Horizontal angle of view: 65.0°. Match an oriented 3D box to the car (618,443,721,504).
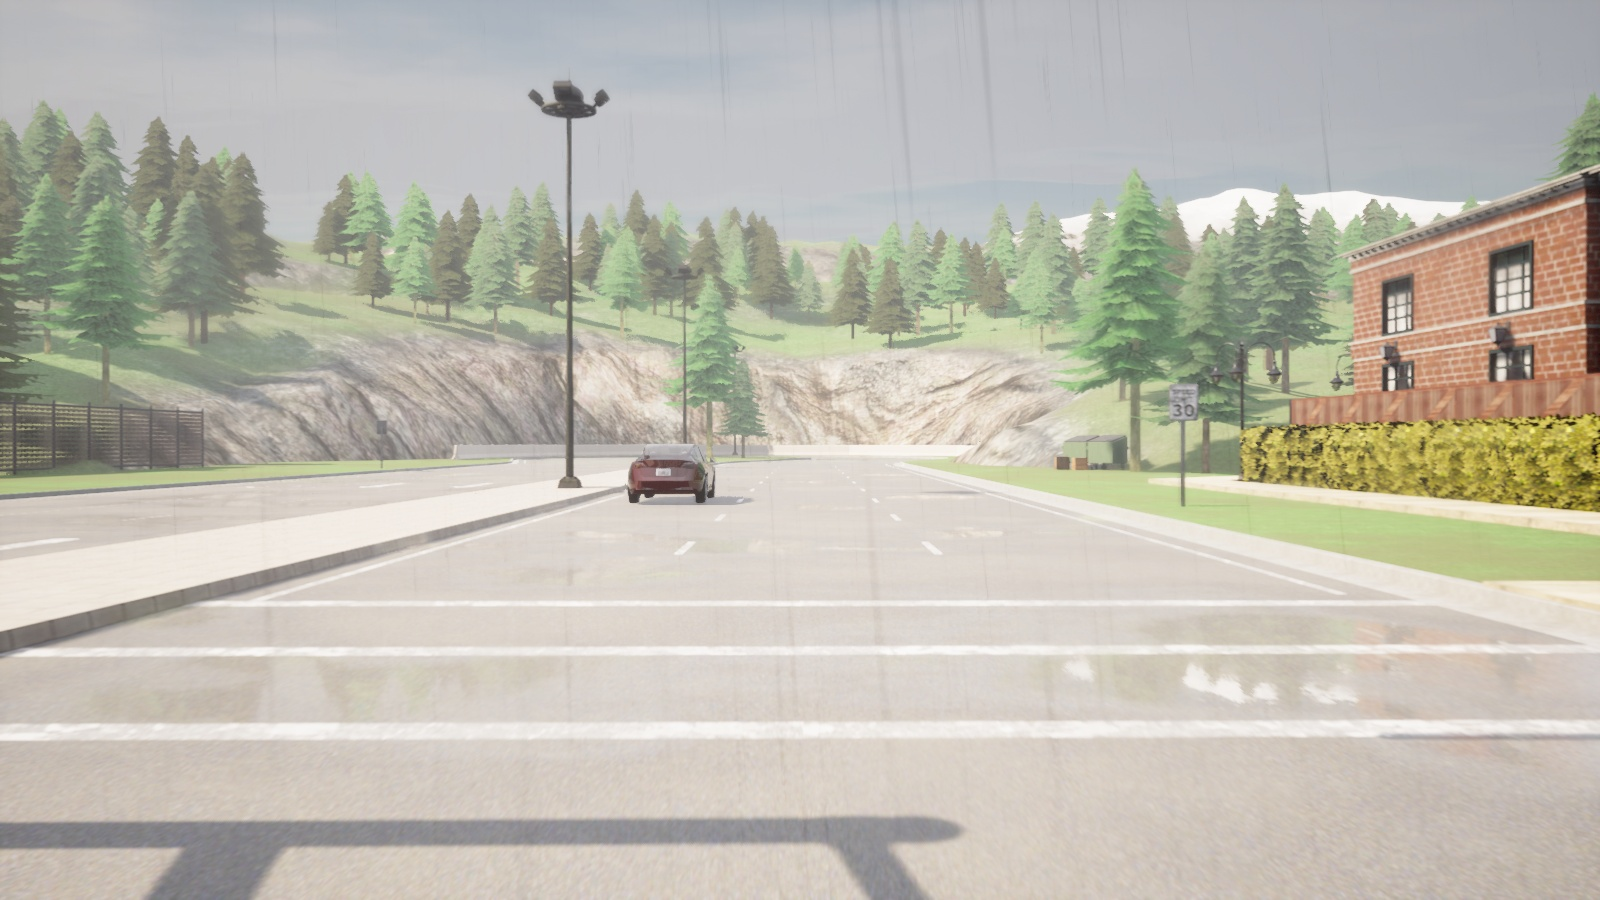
[{"bbox_3d":[-3.299,0.559,32.773,2.163,1.488,4.792,0,0,0],"label":"car"}]
